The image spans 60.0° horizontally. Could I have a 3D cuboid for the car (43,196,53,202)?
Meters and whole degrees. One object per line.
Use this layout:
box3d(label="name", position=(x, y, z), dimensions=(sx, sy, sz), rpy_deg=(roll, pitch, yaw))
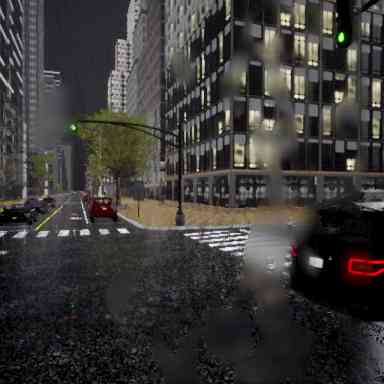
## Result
box3d(label="car", position=(-33.190, 1.519, 76.936), dimensions=(1.802, 1.307, 4.206), rpy_deg=(0, 0, -19))

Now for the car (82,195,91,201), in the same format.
box3d(label="car", position=(-25.265, 1.483, 79.660), dimensions=(1.887, 1.381, 4.507), rpy_deg=(0, 0, -19))

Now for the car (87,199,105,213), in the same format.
box3d(label="car", position=(-10.770, 1.507, 37.108), dimensions=(1.752, 1.417, 4.829), rpy_deg=(-1, 0, -19))

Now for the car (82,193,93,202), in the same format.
box3d(label="car", position=(-23.448, 1.260, 74.320), dimensions=(2.192, 1.841, 5.009), rpy_deg=(0, 0, -19))

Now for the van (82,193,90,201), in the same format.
box3d(label="van", position=(-27.085, 1.273, 84.998), dimensions=(1.690, 1.788, 3.998), rpy_deg=(0, 0, -19))

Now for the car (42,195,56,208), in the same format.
box3d(label="car", position=(-19.932, 1.498, 46.148), dimensions=(1.812, 1.442, 4.674), rpy_deg=(0, 0, -19))

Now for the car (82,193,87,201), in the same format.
box3d(label="car", position=(-19.811, 1.273, 63.642), dimensions=(2.192, 1.841, 5.009), rpy_deg=(0, 0, -19))

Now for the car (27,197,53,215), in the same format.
box3d(label="car", position=(-15.793, 1.529, 33.950), dimensions=(2.033, 1.411, 5.357), rpy_deg=(0, 0, -18))

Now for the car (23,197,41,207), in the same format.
box3d(label="car", position=(-24.100, 1.533, 50.251), dimensions=(1.947, 1.339, 4.313), rpy_deg=(0, 0, -19))

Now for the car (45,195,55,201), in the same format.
box3d(label="car", position=(-35.009, 1.481, 82.272), dimensions=(2.008, 1.369, 4.403), rpy_deg=(0, 0, -19))

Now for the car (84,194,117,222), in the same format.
box3d(label="car", position=(-7.080, 1.303, 26.268), dimensions=(2.192, 1.841, 5.009), rpy_deg=(-1, 0, -19))

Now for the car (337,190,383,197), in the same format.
box3d(label="car", position=(9.306, 0.908, 18.508), dimensions=(5.566, 2.045, 2.150), rpy_deg=(-1, 1, -20))

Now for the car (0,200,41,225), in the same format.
box3d(label="car", position=(-12.418, 1.551, 23.989), dimensions=(1.994, 1.385, 4.181), rpy_deg=(0, 0, -18))

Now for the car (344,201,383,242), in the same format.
box3d(label="car", position=(9.647, 1.207, 15.176), dimensions=(5.008, 1.535, 1.882), rpy_deg=(-1, 1, -20))

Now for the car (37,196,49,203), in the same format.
box3d(label="car", position=(-29.500, 1.476, 66.101), dimensions=(1.752, 1.417, 4.829), rpy_deg=(0, 0, -19))

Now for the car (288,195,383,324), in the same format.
box3d(label="car", position=(4.537, 1.159, 6.328), dimensions=(5.566, 2.045, 2.150), rpy_deg=(-2, 1, -20))
